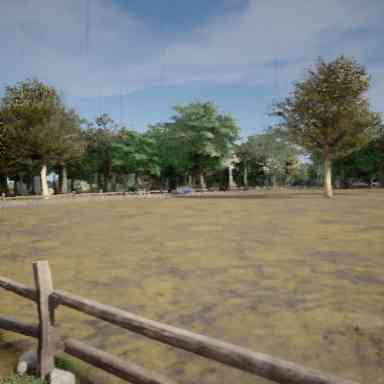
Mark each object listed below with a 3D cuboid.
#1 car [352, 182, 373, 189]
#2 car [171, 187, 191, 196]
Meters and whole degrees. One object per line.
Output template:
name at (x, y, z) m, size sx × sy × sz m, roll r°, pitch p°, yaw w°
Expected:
car at (40.608, -1.517, 79.180) m, size 4.553 × 1.767 × 2.097 m, roll -1°, pitch -1°, yaw 35°
car at (-2.049, -0.238, 65.037) m, size 2.097 × 1.767 × 4.553 m, roll -3°, pitch 0°, yaw 35°
